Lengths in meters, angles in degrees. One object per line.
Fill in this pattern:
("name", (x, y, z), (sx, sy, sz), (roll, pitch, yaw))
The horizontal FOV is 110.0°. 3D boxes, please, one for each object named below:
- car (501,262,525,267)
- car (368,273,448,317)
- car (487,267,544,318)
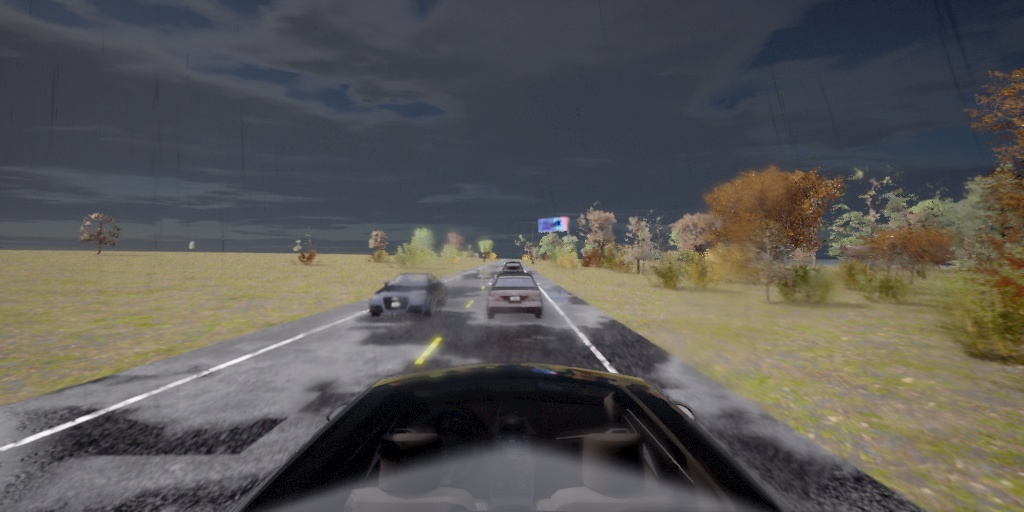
("car", (0.091, 1.268, 32.277), (1.837, 1.490, 4.892), (0, 0, 0))
("car", (-3.604, 1.317, 13.127), (1.994, 1.385, 4.181), (0, 0, 0))
("car", (0.097, 1.301, 13.018), (2.033, 1.411, 5.357), (0, 0, 0))
